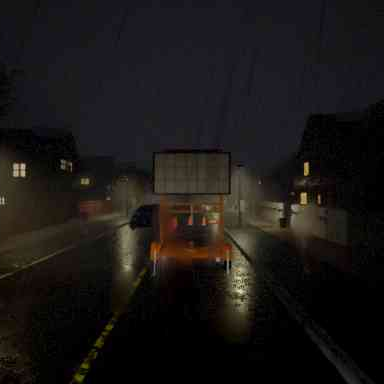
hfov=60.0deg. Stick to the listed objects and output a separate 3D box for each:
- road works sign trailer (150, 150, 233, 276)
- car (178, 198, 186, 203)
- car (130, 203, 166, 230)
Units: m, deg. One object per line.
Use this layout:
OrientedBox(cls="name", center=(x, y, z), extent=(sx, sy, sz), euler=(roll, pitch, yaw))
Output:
OrientedBox(cls="road works sign trailer", center=(-0.005, 0.484, 10.447), extent=(2.380, 3.560, 2.880), euler=(0, 0, 1))
OrientedBox(cls="car", center=(-2.756, 2.238, 90.439), extent=(1.812, 1.442, 4.674), euler=(0, -1, 0))
OrientedBox(cls="car", center=(-2.751, 1.538, 21.777), extent=(1.882, 1.535, 5.008), euler=(0, 0, 0))
